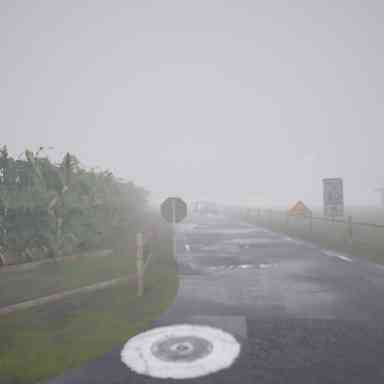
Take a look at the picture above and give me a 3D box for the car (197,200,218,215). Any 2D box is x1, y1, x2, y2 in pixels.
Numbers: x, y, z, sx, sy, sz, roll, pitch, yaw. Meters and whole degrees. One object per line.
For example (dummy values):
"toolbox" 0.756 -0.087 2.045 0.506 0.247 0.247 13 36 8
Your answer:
"car" 2.286 2.258 46.038 2.097 1.767 4.553 -1 -1 -3

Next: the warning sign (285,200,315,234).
"warning sign" 6.175 1.383 19.032 1.300 1.860 1.060 -1 -1 -3

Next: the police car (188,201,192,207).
"police car" 0.707 3.222 88.925 1.930 1.638 5.238 -1 -1 -3

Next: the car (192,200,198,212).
"car" 1.674 2.347 56.274 2.150 2.045 5.566 -1 -1 -3
